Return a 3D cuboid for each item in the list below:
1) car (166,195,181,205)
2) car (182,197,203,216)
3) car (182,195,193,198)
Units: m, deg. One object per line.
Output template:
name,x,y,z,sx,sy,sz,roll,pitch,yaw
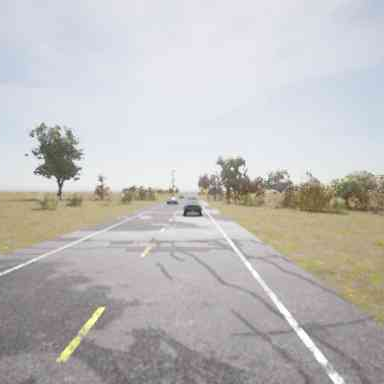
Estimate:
car,-3.570,1.678,61.201,1.994,1.385,4.181,0,0,1
car,0.078,1.572,33.883,1.837,1.490,4.892,0,0,0
car,0.073,1.444,48.243,2.097,1.767,4.553,0,0,0
